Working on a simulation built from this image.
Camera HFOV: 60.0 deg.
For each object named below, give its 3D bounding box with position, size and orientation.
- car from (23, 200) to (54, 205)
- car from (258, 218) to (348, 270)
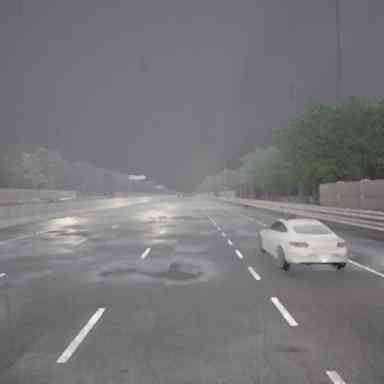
[{"bbox_3d":[-17.626,1.712,39.261,1.837,1.490,4.892,0,-1,0],"label":"car"},{"bbox_3d":[3.513,1.588,11.181,1.812,1.442,4.674,0,0,0],"label":"car"}]
